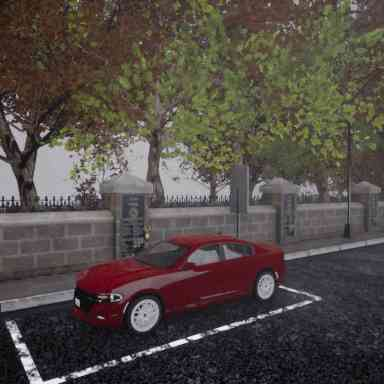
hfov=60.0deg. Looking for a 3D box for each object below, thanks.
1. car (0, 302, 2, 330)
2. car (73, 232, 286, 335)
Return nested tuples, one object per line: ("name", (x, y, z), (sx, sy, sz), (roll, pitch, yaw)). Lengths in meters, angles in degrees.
("car", (-4.504, 1.551, 3.439), (4.403, 1.369, 2.008), (0, 0, -36))
("car", (-0.027, 1.545, 6.702), (4.507, 1.381, 1.887), (0, 0, -36))
